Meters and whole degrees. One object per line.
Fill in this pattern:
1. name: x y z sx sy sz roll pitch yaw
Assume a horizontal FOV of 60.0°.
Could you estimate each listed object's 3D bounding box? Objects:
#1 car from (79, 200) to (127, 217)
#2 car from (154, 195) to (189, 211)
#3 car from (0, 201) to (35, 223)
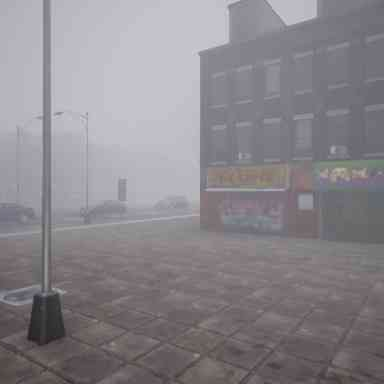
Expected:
1. car: -8.027 1.446 30.346 1.812 1.442 4.674 0 0 35
2. car: -2.308 1.237 38.495 2.097 1.767 4.553 0 0 35
3. car: -13.390 1.432 22.690 1.882 1.535 5.008 0 0 35
